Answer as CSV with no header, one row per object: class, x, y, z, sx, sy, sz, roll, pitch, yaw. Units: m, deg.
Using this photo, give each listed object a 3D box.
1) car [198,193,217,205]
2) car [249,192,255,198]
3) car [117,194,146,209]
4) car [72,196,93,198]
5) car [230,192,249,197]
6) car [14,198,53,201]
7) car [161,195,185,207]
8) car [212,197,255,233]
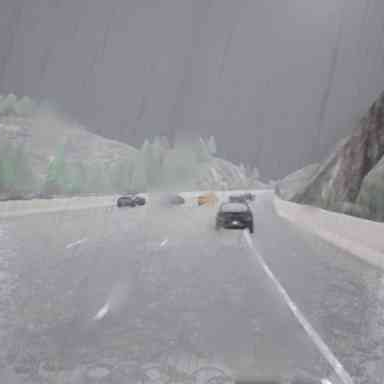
car,2.205,0.902,44.299,1.882,1.535,5.008,0,1,15
car,9.520,0.786,56.338,1.837,1.490,4.892,0,1,19
car,-6.612,0.995,36.928,2.128,1.511,4.902,0,1,12
car,-15.486,0.920,45.593,2.033,1.411,5.357,0,1,14
car,6.046,0.908,44.460,1.882,1.535,5.008,0,1,15
car,-19.772,0.907,42.457,1.837,1.490,4.892,0,1,13
car,-2.263,1.030,40.467,1.994,1.385,4.181,0,1,14
car,2.266,1.247,17.923,1.882,1.535,5.008,0,1,6
